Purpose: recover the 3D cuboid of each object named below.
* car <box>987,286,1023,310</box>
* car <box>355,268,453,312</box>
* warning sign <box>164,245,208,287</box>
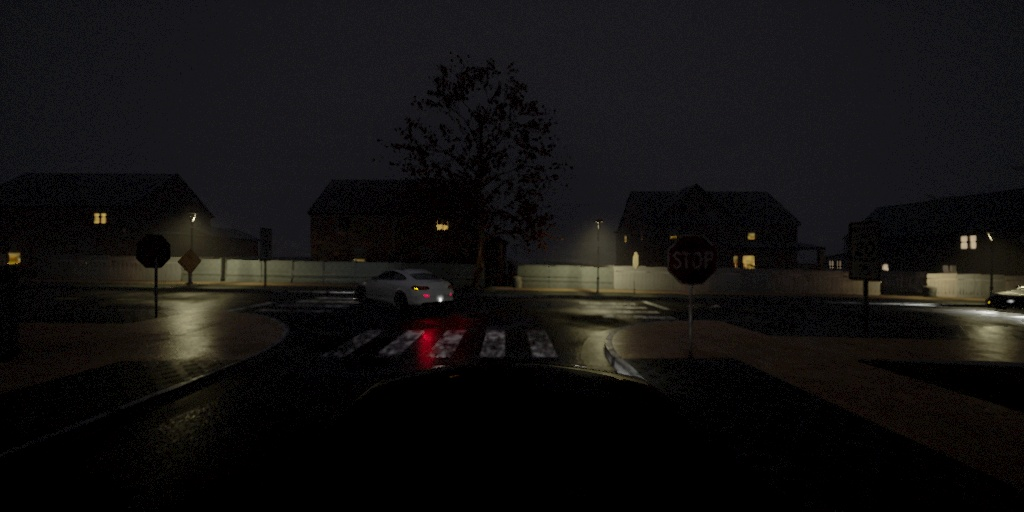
[{"bbox_3d":[24.109,1.879,15.932,4.181,1.385,1.994,1,0,-1],"label":"car"},{"bbox_3d":[-4.158,1.186,13.710,4.674,1.442,1.812,1,-1,42],"label":"car"},{"bbox_3d":[-15.971,0.545,17.765,1.060,1.860,1.300,0,0,-1],"label":"warning sign"}]
